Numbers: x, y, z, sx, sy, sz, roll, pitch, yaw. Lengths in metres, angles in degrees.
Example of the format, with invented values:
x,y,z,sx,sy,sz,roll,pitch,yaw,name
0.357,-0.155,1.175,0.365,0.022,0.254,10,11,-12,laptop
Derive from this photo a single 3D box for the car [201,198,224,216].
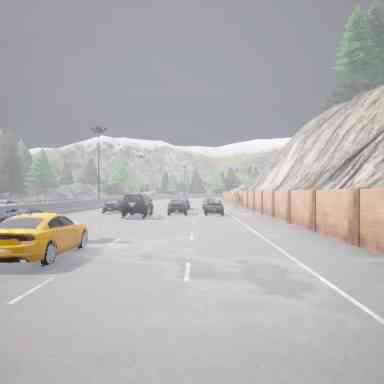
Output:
x,y,z,sx,sy,sz,roll,pitch,yaw,name
2.113,1.491,32.812,2.128,1.511,4.902,0,0,1,car

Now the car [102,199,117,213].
x,y,z,sx,sy,sz,roll,pitch,yaw,name
-8.336,1.526,36.072,1.812,1.442,4.674,0,0,1,car

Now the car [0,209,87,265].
x,y,z,sx,sy,sz,roll,pitch,yaw,name
-5.238,1.477,11.654,1.882,1.535,5.008,0,0,1,car

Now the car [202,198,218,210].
x,y,z,sx,sy,sz,roll,pitch,yaw,name
2.283,1.526,43.259,1.812,1.442,4.674,0,0,1,car

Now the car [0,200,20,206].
x,y,z,sx,sy,sz,roll,pitch,yaw,name
-19.014,1.525,33.363,1.812,1.442,4.674,0,0,1,car

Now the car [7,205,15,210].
x,y,z,sx,sy,sz,roll,pitch,yaw,name
-8.643,1.564,17.389,1.994,1.385,4.181,0,0,1,car

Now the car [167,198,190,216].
x,y,z,sx,sy,sz,roll,pitch,yaw,name
-1.385,1.505,32.993,1.837,1.490,4.892,0,0,1,car

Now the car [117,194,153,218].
x,y,z,sx,sy,sz,roll,pitch,yaw,name
-4.930,1.220,30.356,2.150,2.045,5.566,0,0,1,car
